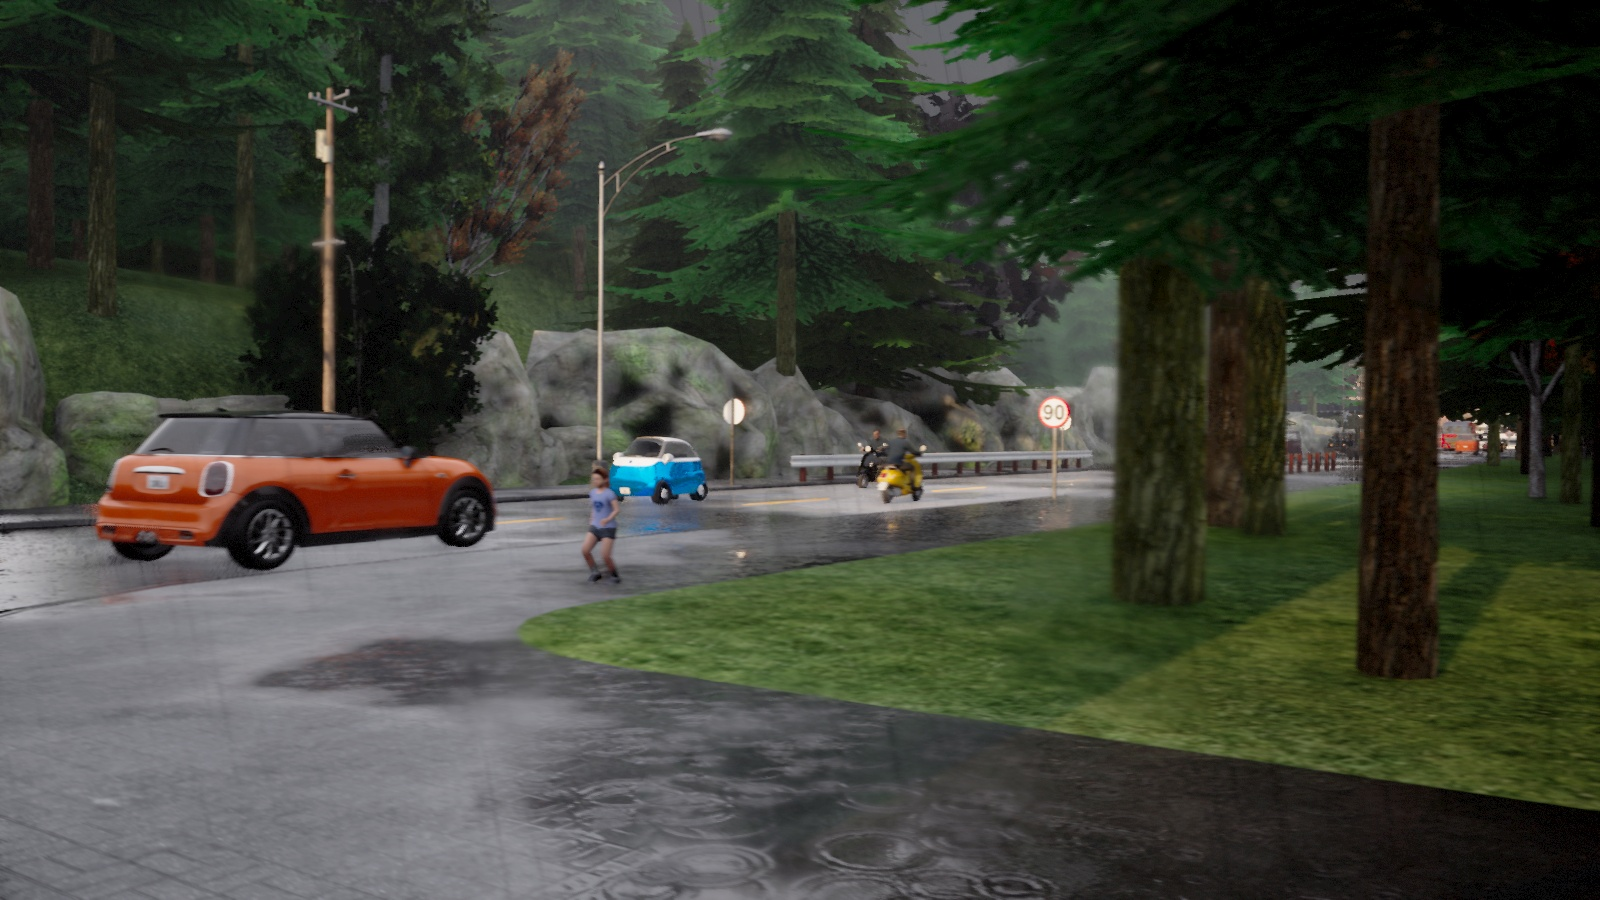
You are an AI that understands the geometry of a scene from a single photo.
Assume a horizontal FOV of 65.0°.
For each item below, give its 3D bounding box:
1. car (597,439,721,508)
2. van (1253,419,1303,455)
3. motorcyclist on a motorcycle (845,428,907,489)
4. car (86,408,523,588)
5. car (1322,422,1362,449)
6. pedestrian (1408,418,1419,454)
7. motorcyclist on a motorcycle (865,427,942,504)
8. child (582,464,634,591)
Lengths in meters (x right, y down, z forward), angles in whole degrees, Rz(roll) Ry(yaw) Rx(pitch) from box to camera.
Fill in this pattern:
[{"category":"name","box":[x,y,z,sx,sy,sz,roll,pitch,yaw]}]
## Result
[{"category":"car","box":[-2.921,0.454,26.238,1.481,1.376,2.207,0,1,33]},{"category":"van","box":[27.764,-0.762,72.829,1.775,1.987,4.442,0,1,34]},{"category":"motorcyclist on a motorcycle","box":[2.070,0.204,33.847,0.866,1.590,1.817,0,1,33]},{"category":"car","box":[-5.570,0.438,14.813,2.097,1.767,4.553,0,1,26]},{"category":"car","box":[38.381,-1.034,88.864,1.905,1.878,3.866,0,1,34]},{"category":"pedestrian","box":[31.102,-0.710,63.690,0.402,1.842,0.726,0,1,35]},{"category":"motorcyclist on a motorcycle","box":[2.235,0.299,26.804,0.866,1.590,1.817,0,1,33]},{"category":"child","box":[-1.720,0.683,11.262,0.255,1.110,0.394,0,1,29]}]
